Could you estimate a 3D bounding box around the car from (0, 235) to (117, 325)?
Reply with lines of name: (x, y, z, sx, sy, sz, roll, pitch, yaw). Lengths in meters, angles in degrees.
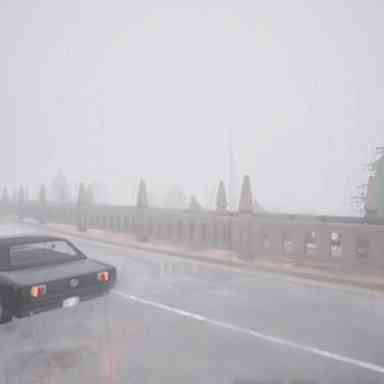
car: (-3.767, 1.610, 7.207, 4.718, 1.301, 1.895, 0, 0, 41)
